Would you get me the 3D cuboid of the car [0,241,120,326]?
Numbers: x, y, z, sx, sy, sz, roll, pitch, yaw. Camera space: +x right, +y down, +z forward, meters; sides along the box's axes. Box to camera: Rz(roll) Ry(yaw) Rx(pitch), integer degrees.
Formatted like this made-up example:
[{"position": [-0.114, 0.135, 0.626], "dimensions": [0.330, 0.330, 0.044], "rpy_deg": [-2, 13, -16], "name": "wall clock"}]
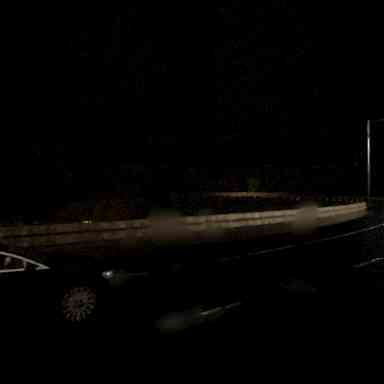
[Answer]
[{"position": [-3.672, 1.535, 5.580], "dimensions": [4.902, 1.511, 2.128], "rpy_deg": [0, 0, -35], "name": "car"}]
